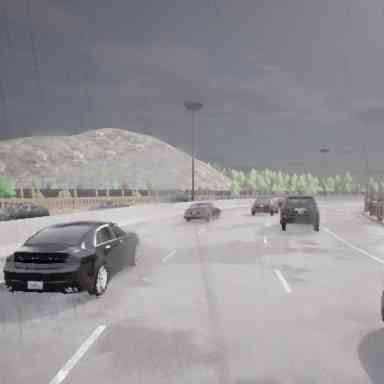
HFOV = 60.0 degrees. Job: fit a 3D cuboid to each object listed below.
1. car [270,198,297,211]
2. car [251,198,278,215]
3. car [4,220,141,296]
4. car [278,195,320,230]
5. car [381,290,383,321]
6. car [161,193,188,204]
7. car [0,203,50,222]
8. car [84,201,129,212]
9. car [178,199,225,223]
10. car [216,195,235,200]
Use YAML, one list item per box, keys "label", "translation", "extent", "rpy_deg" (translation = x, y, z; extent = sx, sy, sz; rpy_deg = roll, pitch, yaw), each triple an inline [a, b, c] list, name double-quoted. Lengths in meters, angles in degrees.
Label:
- label: "car"
  translation: [11.756, 1.545, 42.523]
  extent: [2.033, 1.411, 5.357]
  rpy_deg: [0, 0, 31]
- label: "car"
  translation: [7.418, 1.351, 33.416]
  extent: [2.097, 1.767, 4.553]
  rpy_deg: [0, 0, 23]
- label: "car"
  translation: [-2.708, 1.505, 8.678]
  extent: [1.837, 1.490, 4.892]
  rpy_deg: [0, 0, 6]
- label: "car"
  translation: [6.756, 1.222, 21.156]
  extent: [2.150, 2.045, 5.566]
  rpy_deg: [0, 0, 15]
- label: "car"
  translation: [3.827, 1.504, 3.328]
  extent: [1.837, 1.490, 4.892]
  rpy_deg: [0, 0, 3]
- label: "car"
  translation: [-2.634, 1.219, 52.834]
  extent: [2.150, 2.045, 5.566]
  rpy_deg: [0, 0, 31]
- label: "car"
  translation: [-11.318, 1.491, 21.520]
  extent: [2.128, 1.511, 4.902]
  rpy_deg: [0, 0, 13]
- label: "car"
  translation: [-6.559, 1.491, 25.981]
  extent: [2.128, 1.511, 4.902]
  rpy_deg: [0, 0, 16]
- label: "car"
  translation: [0.923, 1.547, 26.005]
  extent: [2.033, 1.411, 5.357]
  rpy_deg: [0, 0, 17]
- label: "car"
  translation: [5.891, 1.304, 59.558]
  extent: [1.837, 1.490, 4.892]
  rpy_deg: [0, 0, 36]
